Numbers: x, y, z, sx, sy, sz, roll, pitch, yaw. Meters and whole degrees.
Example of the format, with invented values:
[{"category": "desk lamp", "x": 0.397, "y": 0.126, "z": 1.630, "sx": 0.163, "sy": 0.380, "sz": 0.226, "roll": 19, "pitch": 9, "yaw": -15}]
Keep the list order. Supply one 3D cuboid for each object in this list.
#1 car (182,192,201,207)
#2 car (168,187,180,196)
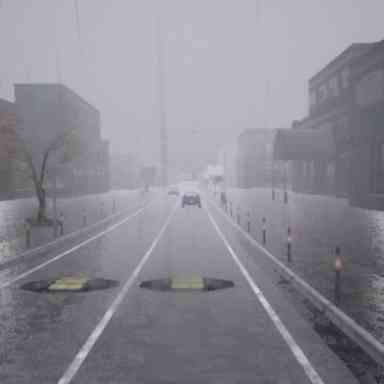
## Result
[{"category": "car", "x": -0.074, "y": 0.701, "z": 34.993, "sx": 1.882, "sy": 1.535, "sz": 5.008, "roll": 0, "pitch": 2, "yaw": 0}, {"category": "car", "x": -3.300, "y": -0.106, "z": 60.614, "sx": 1.882, "sy": 1.535, "sz": 5.008, "roll": 0, "pitch": 1, "yaw": 0}]
